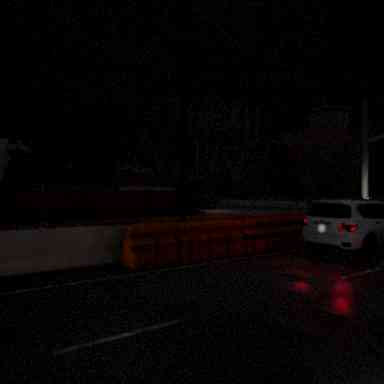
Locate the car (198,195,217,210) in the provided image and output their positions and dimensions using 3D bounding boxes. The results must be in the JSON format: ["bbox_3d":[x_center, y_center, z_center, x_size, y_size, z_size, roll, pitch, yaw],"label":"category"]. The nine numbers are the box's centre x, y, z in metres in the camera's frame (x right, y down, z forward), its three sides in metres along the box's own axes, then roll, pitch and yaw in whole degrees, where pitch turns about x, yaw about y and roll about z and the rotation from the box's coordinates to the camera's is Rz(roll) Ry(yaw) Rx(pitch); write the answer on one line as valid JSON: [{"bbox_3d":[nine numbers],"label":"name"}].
[{"bbox_3d":[1.243,1.402,47.426,2.150,2.045,5.566,0,0,-34],"label":"car"}]

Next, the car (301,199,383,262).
[{"bbox_3d":[6.576,1.302,12.767,5.566,2.045,2.150,1,0,-35],"label":"car"}]
